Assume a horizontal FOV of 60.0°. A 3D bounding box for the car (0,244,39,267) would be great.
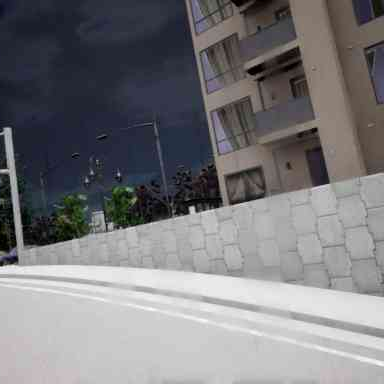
[{"bbox_3d":[-15.543,5.656,29.600,2.097,1.767,4.553,-15,-9,35],"label":"car"}]
